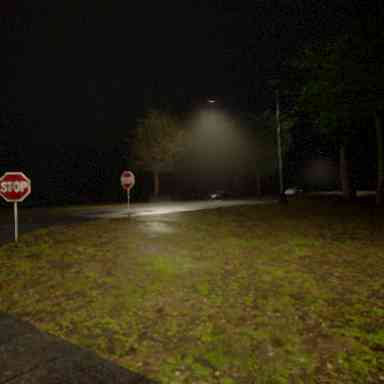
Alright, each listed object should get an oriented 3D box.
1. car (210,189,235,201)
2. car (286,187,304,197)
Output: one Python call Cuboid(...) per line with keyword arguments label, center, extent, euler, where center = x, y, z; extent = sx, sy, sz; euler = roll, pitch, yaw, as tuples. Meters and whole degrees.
Cuboid(label="car", center=(4.271, 0.397, 46.739), extent=(2.128, 1.511, 4.902), euler=(-3, 0, 34))
Cuboid(label="car", center=(15.819, -0.037, 51.293), extent=(1.812, 1.442, 4.674), euler=(-2, 0, 33))
